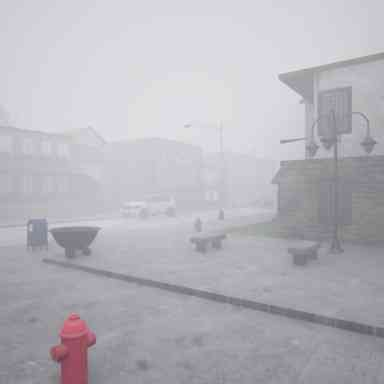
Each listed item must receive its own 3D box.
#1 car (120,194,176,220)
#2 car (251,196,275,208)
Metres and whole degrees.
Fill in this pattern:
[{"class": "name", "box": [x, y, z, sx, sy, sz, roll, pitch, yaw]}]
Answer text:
[{"class": "car", "box": [-3.657, 1.221, 28.928, 2.150, 2.045, 5.566, 0, 0, 35]}, {"class": "car", "box": [10.268, 1.351, 48.320, 2.097, 1.767, 4.553, 0, 0, 36]}]
